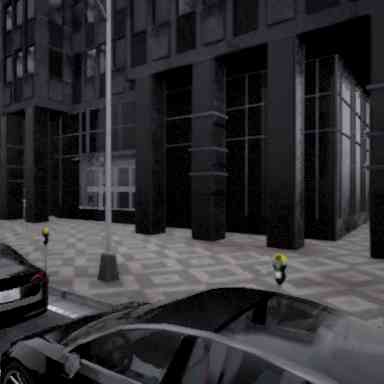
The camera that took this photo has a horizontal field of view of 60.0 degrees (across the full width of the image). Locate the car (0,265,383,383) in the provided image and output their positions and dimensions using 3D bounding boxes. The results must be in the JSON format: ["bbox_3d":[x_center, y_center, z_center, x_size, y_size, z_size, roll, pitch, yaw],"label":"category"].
[{"bbox_3d":[0.096,1.563,2.895,4.313,1.339,1.947,0,0,35],"label":"car"}]

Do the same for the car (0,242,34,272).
[{"bbox_3d":[-4.372,1.553,6.080,4.313,1.339,1.947,0,0,35],"label":"car"}]
